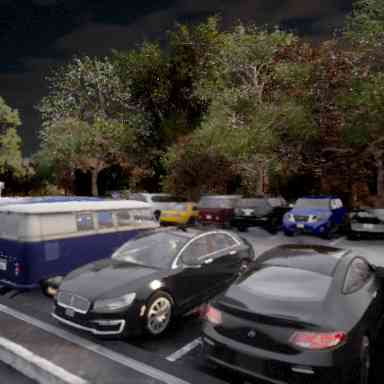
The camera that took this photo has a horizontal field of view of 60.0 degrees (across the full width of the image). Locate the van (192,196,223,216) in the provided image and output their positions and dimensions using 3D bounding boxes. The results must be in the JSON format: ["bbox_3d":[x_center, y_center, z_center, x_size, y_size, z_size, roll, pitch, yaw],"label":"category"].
[{"bbox_3d":[2.233,1.212,21.172,1.878,1.987,4.442,1,0,35],"label":"van"}]

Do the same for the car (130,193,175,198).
[{"bbox_3d":[-2.343,1.133,24.314,2.435,2.045,5.566,1,0,35],"label":"car"}]

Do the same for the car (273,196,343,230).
[{"bbox_3d":[6.676,1.235,17.838,2.435,2.045,5.566,1,0,35],"label":"car"}]

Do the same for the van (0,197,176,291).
[{"bbox_3d":[-2.598,1.242,8.559,1.878,1.987,4.442,1,0,35],"label":"van"}]

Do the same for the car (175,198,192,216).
[{"bbox_3d":[0.009,1.408,22.836,1.946,1.575,5.366,1,0,35],"label":"car"}]

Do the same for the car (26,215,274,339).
[{"bbox_3d":[-0.374,1.490,6.845,2.231,1.521,4.892,1,0,35],"label":"car"}]

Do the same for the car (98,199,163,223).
[{"bbox_3d":[-4.641,1.386,25.876,2.163,1.488,4.792,1,0,35],"label":"car"}]

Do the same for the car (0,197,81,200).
[{"bbox_3d":[-4.965,1.190,10.063,2.435,2.045,5.566,1,0,35],"label":"car"}]

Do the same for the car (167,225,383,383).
[{"bbox_3d":[1.905,1.549,5.214,2.002,1.452,4.674,1,0,35],"label":"car"}]

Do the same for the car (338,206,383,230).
[{"bbox_3d":[8.969,1.536,16.279,2.163,1.488,4.792,1,0,35],"label":"car"}]

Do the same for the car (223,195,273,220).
[{"bbox_3d":[4.445,1.213,19.492,2.435,2.045,5.566,1,0,35],"label":"car"}]

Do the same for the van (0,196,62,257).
[{"bbox_3d":[-7.167,1.188,11.805,1.878,1.987,4.442,1,0,35],"label":"van"}]

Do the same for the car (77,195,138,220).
[{"bbox_3d":[-6.870,1.204,27.532,2.185,1.767,4.553,1,0,35],"label":"car"}]
